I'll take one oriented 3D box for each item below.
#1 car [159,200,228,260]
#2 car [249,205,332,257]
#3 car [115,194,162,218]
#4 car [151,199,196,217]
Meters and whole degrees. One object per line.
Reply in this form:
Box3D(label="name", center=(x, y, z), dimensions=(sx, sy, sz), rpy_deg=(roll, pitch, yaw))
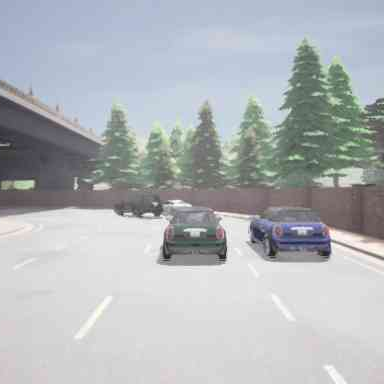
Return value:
Box3D(label="car", center=(0.089, 1.336, 12.488), dimensions=(2.097, 1.767, 4.553), rpy_deg=(0, 0, 0))
Box3D(label="car", center=(3.584, 1.335, 12.957), dimensions=(2.097, 1.767, 4.553), rpy_deg=(0, 0, 0))
Box3D(label="car", center=(-4.844, 1.185, 29.994), dimensions=(2.150, 2.045, 5.566), rpy_deg=(1, 0, -41))
Box3D(label="car", center=(-1.851, 1.487, 31.819), dimensions=(1.812, 1.442, 4.674), rpy_deg=(0, 0, -39))
